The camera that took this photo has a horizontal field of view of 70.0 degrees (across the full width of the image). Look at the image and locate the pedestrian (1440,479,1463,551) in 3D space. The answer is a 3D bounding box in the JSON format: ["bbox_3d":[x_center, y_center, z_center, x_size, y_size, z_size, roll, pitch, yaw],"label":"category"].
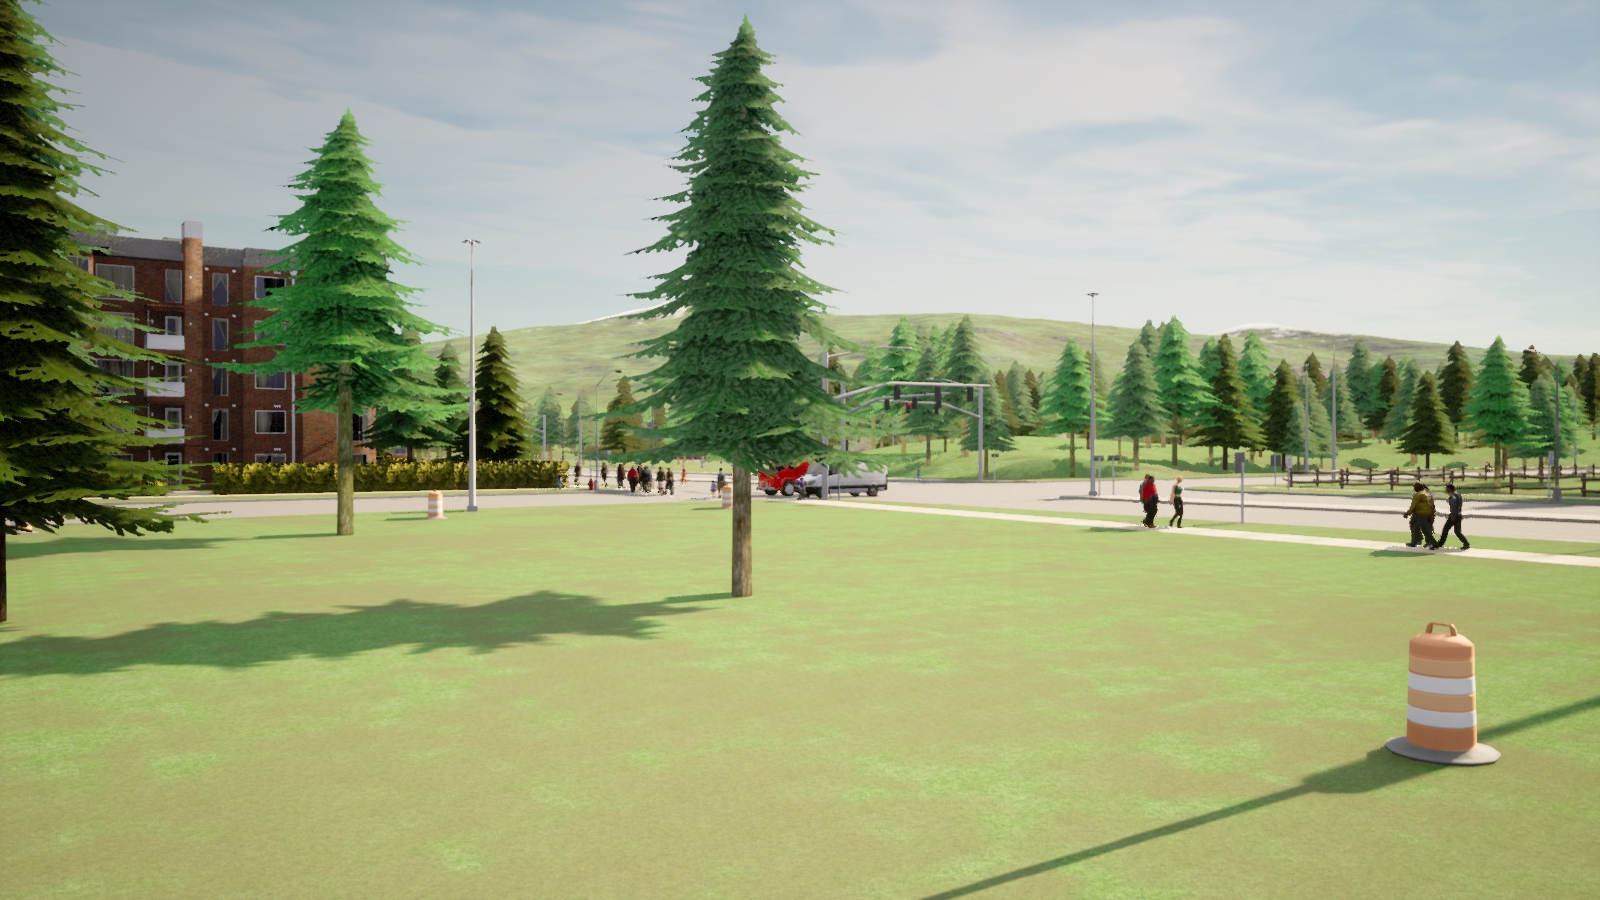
[{"bbox_3d":[17.121,1.688,30.010,0.375,1.860,0.375,0,0,-28],"label":"pedestrian"}]

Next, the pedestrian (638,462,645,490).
[{"bbox_3d":[-10.394,1.687,74.939,0.375,1.860,0.375,0,0,-32],"label":"pedestrian"}]

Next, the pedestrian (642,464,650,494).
[{"bbox_3d":[-9.796,1.840,72.552,0.375,1.860,0.375,0,0,-32],"label":"pedestrian"}]

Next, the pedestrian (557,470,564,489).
[{"bbox_3d":[-16.127,1.968,76.885,0.375,1.300,0.375,0,0,-31],"label":"pedestrian"}]

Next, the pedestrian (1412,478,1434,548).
[{"bbox_3d":[16.751,1.688,30.726,0.375,1.860,0.375,0,0,-29],"label":"pedestrian"}]

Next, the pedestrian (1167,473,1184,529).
[{"bbox_3d":[12.494,1.688,38.009,0.375,1.860,0.375,0,0,-30],"label":"pedestrian"}]

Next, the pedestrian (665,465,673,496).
[{"bbox_3d":[-7.987,1.840,69.711,0.375,1.860,0.375,0,0,-34],"label":"pedestrian"}]

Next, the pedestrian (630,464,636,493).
[{"bbox_3d":[-10.691,1.840,73.024,0.375,1.860,0.375,0,0,-12],"label":"pedestrian"}]

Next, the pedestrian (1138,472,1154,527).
[{"bbox_3d":[11.846,1.689,39.104,0.375,1.860,0.375,0,0,-30],"label":"pedestrian"}]

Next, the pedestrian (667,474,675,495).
[{"bbox_3d":[-8.019,2.120,70.930,0.375,1.300,0.375,0,0,-35],"label":"pedestrian"}]

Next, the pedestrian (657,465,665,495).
[{"bbox_3d":[-8.579,1.840,70.553,0.375,1.860,0.375,0,0,-38],"label":"pedestrian"}]

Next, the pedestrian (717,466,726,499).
[{"bbox_3d":[-4.453,1.840,64.710,0.375,1.860,0.375,0,0,-44],"label":"pedestrian"}]

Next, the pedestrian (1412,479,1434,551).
[{"bbox_3d":[16.278,1.688,29.866,0.375,1.860,0.375,0,0,-31],"label":"pedestrian"}]

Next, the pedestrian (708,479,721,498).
[{"bbox_3d":[-4.915,2.220,65.651,0.500,1.100,0.500,0,0,-40],"label":"pedestrian"}]

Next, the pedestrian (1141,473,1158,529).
[{"bbox_3d":[11.680,1.688,38.190,0.375,1.860,0.375,0,0,-29],"label":"pedestrian"}]

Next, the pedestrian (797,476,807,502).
[{"bbox_3d":[0.082,1.968,58.096,0.375,1.300,0.375,0,0,-31],"label":"pedestrian"}]

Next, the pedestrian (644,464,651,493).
[{"bbox_3d":[-9.910,1.840,74.242,0.375,1.860,0.375,0,0,-36],"label":"pedestrian"}]

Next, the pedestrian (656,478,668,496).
[{"bbox_3d":[-8.355,2.245,69.155,0.500,1.100,0.500,0,0,-34],"label":"pedestrian"}]
